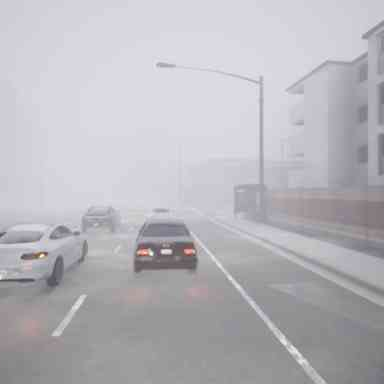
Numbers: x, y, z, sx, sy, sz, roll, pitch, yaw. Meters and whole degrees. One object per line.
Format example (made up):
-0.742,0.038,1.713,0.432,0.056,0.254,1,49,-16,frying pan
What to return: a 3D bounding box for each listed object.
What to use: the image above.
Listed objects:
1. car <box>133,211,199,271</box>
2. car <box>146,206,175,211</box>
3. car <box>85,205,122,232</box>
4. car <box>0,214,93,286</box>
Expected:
-0.907,1.582,10.992,2.033,1.411,5.357,0,0,-6,car
-2.041,1.592,21.247,1.812,1.442,4.674,0,0,-7,car
-5.461,1.561,20.392,2.128,1.511,4.902,0,0,-6,car
-4.267,1.561,9.318,1.812,1.442,4.674,0,0,-6,car
